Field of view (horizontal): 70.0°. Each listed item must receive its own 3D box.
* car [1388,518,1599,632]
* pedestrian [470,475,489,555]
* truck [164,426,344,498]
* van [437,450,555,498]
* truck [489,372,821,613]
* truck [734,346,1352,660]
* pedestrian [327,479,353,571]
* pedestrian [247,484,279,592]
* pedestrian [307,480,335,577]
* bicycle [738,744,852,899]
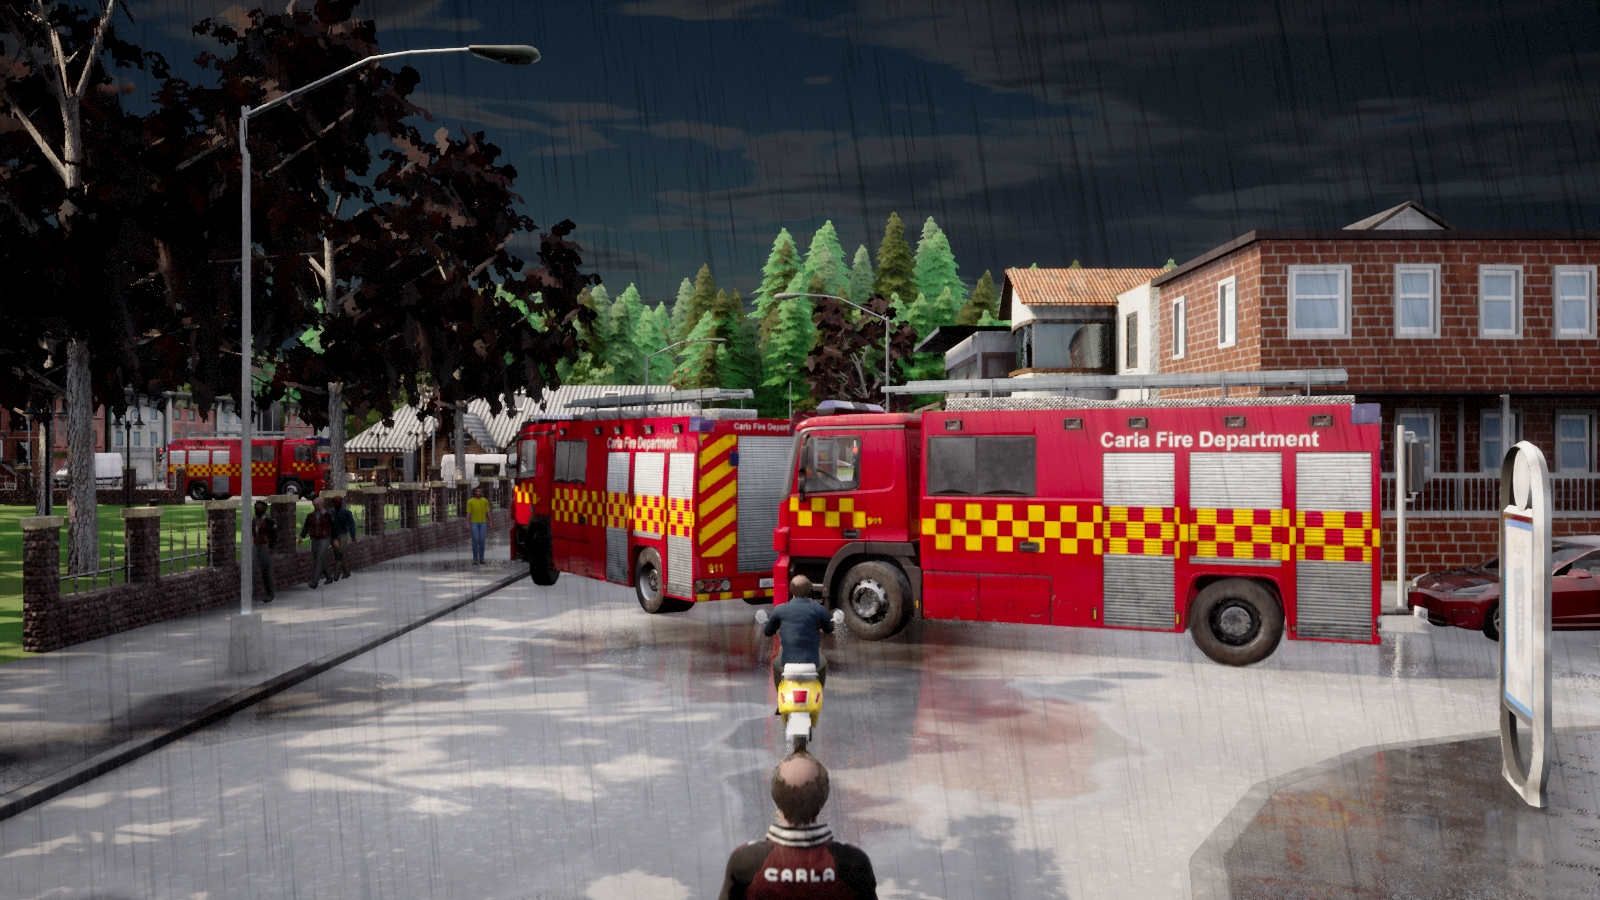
[{"bbox_3d":[11.849,1.838,17.293,4.792,1.488,2.163,0,0,0],"label":"car"},{"bbox_3d":[-7.519,1.518,26.789,0.375,1.860,0.375,0,0,-25],"label":"pedestrian"},{"bbox_3d":[-29.853,0.653,62.700,8.468,3.827,2.891,0,0,1],"label":"truck"},{"bbox_3d":[-16.613,1.297,62.612,5.915,2.561,1.988,0,0,0],"label":"van"},{"bbox_3d":[-3.234,0.665,22.436,2.891,3.827,8.468,0,0,-34],"label":"truck"},{"bbox_3d":[3.448,0.664,16.982,8.468,3.827,2.891,0,0,24],"label":"truck"},{"bbox_3d":[-9.351,1.518,23.228,0.375,1.860,0.375,0,0,0],"label":"pedestrian"},{"bbox_3d":[-9.348,1.519,19.882,0.375,1.860,0.375,0,0,1],"label":"pedestrian"},{"bbox_3d":[-9.311,1.518,22.205,0.375,1.860,0.375,0,0,4],"label":"pedestrian"},{"bbox_3d":[-0.015,1.939,4.133,0.329,1.271,1.835,0,0,0],"label":"bicycle"}]
